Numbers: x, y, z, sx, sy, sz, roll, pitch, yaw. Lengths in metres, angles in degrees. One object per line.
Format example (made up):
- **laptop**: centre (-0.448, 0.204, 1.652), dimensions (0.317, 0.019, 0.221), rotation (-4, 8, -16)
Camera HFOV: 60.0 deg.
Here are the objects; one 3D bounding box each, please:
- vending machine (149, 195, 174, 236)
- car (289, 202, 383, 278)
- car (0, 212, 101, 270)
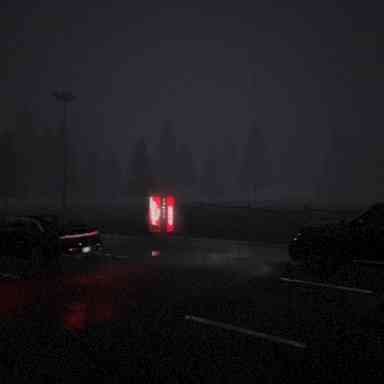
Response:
- **vending machine**: centre (-1.610, 1.195, 17.772), dimensions (0.880, 2.100, 1.100), rotation (0, 0, 29)
- **car**: centre (5.425, 1.221, 8.582), dimensions (5.566, 2.045, 2.150), rotation (0, 0, 35)
- **car**: centre (-5.236, 1.491, 11.038), dimensions (4.902, 1.511, 2.128), rotation (0, 0, 29)
